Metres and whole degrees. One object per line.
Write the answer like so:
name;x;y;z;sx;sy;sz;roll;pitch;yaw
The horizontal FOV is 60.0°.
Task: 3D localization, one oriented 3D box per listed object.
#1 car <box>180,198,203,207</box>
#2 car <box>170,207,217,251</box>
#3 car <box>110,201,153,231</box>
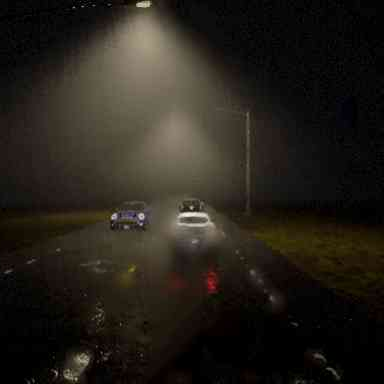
car;-0.059;1.382;30.396;2.097;1.767;4.553;0;0;-1
car;0.056;1.569;14.202;1.812;1.442;4.674;0;0;0
car;-3.675;1.391;20.880;2.097;1.767;4.553;0;0;0
